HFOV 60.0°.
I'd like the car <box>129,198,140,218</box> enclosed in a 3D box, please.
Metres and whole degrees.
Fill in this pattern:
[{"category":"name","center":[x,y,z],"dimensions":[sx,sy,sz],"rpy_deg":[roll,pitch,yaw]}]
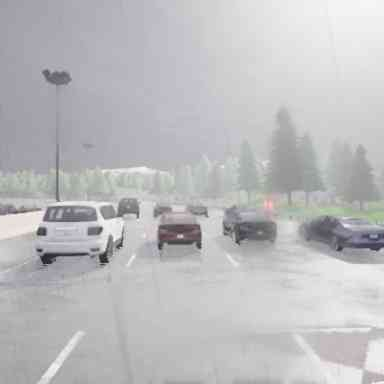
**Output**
[{"category":"car","center":[-6.636,1.625,34.959],"dimensions":[2.150,2.045,5.566],"rpy_deg":[0,-1,-10]}]

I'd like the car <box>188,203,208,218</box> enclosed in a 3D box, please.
[{"category":"car","center":[0.408,1.882,35.174],"dimensions":[2.128,1.511,4.902],"rpy_deg":[0,-1,-10]}]

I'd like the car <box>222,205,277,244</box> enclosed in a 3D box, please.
[{"category":"car","center":[2.775,1.661,16.917],"dimensions":[1.882,1.535,5.008],"rpy_deg":[0,-1,-4]}]

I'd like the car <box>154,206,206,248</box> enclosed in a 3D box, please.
[{"category":"car","center":[-0.646,1.655,15.740],"dimensions":[1.882,1.535,5.008],"rpy_deg":[0,-1,-4]}]

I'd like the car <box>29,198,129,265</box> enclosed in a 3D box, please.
[{"category":"car","center":[-3.905,1.370,12.511],"dimensions":[2.150,2.045,5.566],"rpy_deg":[0,-1,-4]}]

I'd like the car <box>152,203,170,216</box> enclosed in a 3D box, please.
[{"category":"car","center":[-3.129,1.902,35.115],"dimensions":[1.837,1.490,4.892],"rpy_deg":[0,-1,-10]}]

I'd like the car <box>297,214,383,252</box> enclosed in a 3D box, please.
[{"category":"car","center":[6.476,1.698,14.690],"dimensions":[2.033,1.411,5.357],"rpy_deg":[0,-1,-4]}]

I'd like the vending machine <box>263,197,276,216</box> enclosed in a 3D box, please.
[{"category":"vending machine","center":[8.672,1.592,37.255],"dimensions":[1.100,2.100,0.880],"rpy_deg":[0,-1,-10]}]

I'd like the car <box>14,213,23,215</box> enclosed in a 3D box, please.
[{"category":"car","center":[-17.457,2.029,35.043],"dimensions":[1.895,1.301,4.718],"rpy_deg":[0,-1,-10]}]
